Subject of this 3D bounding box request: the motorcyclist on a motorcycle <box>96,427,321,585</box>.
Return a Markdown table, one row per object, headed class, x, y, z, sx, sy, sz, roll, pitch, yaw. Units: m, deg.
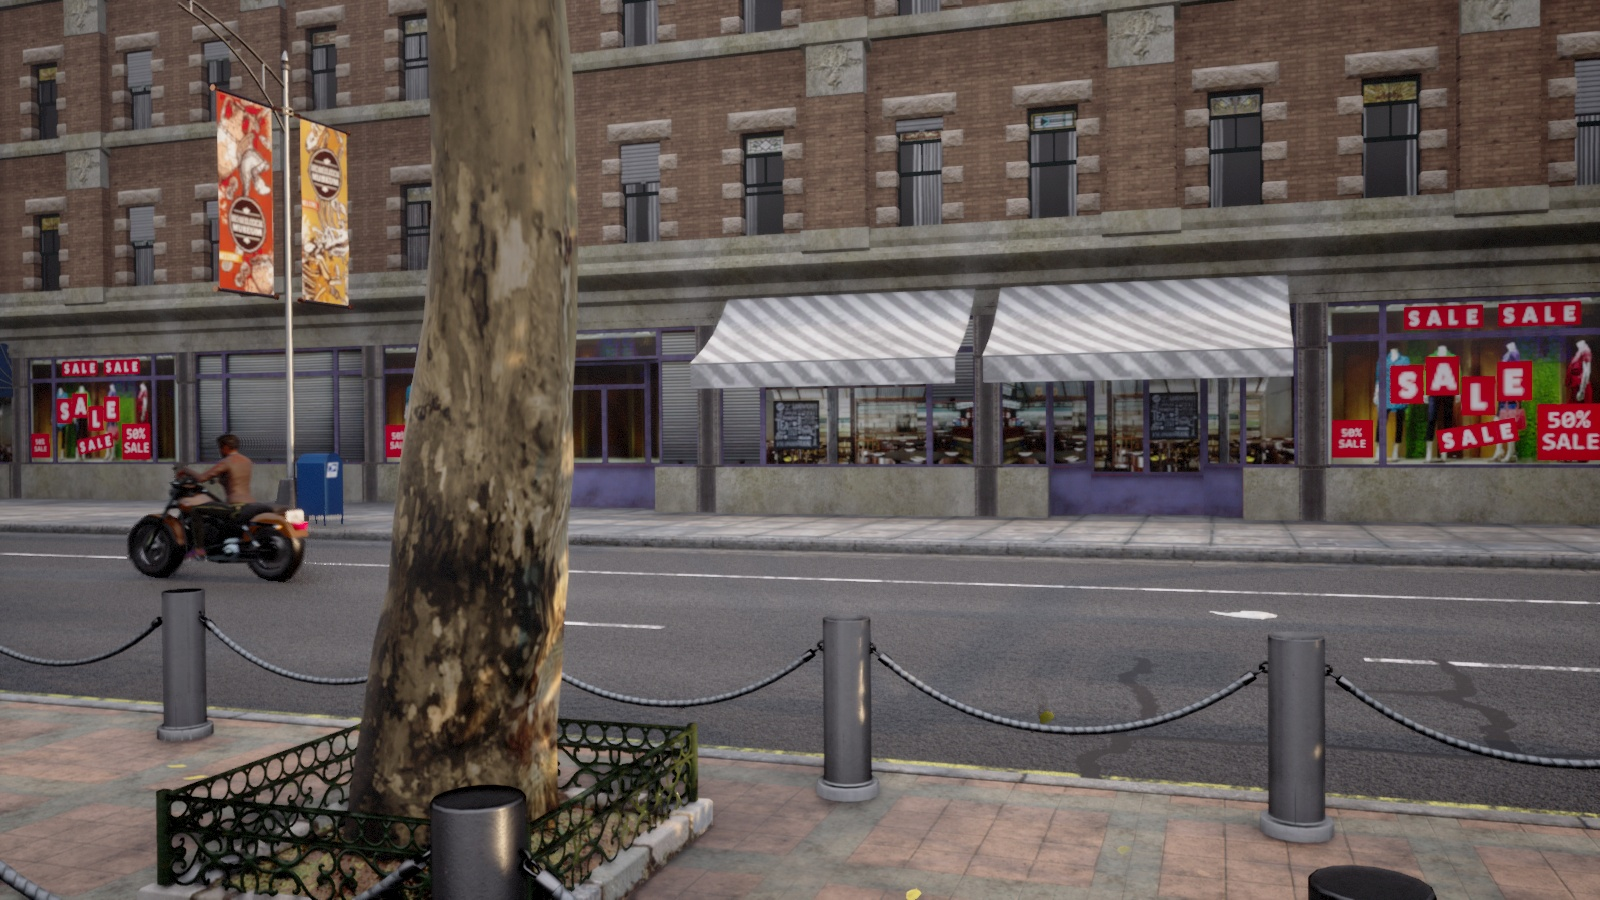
| class | x | y | z | sx | sy | sz | roll | pitch | yaw |
| --- | --- | --- | --- | --- | --- | --- | --- | --- | --- |
| motorcyclist on a motorcycle | -6.514 | 0.581 | 13.826 | 2.350 | 1.649 | 0.766 | 0 | 1 | 19 |
